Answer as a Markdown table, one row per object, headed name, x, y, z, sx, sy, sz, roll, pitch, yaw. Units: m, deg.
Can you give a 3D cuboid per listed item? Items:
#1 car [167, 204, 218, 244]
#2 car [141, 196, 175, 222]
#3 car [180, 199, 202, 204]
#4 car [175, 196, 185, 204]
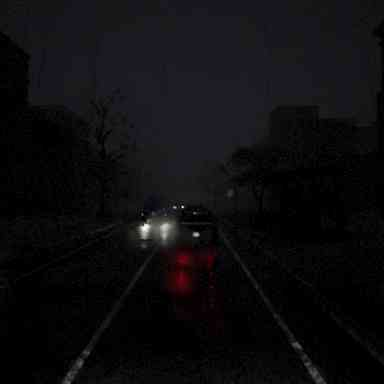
| name | x | y | z | sx | sy | sz | roll | pitch | yaw |
| --- | --- | --- | --- | --- | --- | --- | --- | --- | --- |
| car | 0.178 | 1.505 | 15.704 | 2.128 | 1.511 | 4.902 | 0 | -1 | 0 |
| car | -2.948 | 1.396 | 28.598 | 2.150 | 2.045 | 5.566 | 0 | -1 | 0 |
| car | 0.264 | 1.703 | 31.391 | 2.128 | 1.511 | 4.902 | 0 | -1 | 0 |
| car | -2.627 | 1.876 | 69.740 | 2.150 | 2.045 | 5.566 | 0 | 0 | 0 |
